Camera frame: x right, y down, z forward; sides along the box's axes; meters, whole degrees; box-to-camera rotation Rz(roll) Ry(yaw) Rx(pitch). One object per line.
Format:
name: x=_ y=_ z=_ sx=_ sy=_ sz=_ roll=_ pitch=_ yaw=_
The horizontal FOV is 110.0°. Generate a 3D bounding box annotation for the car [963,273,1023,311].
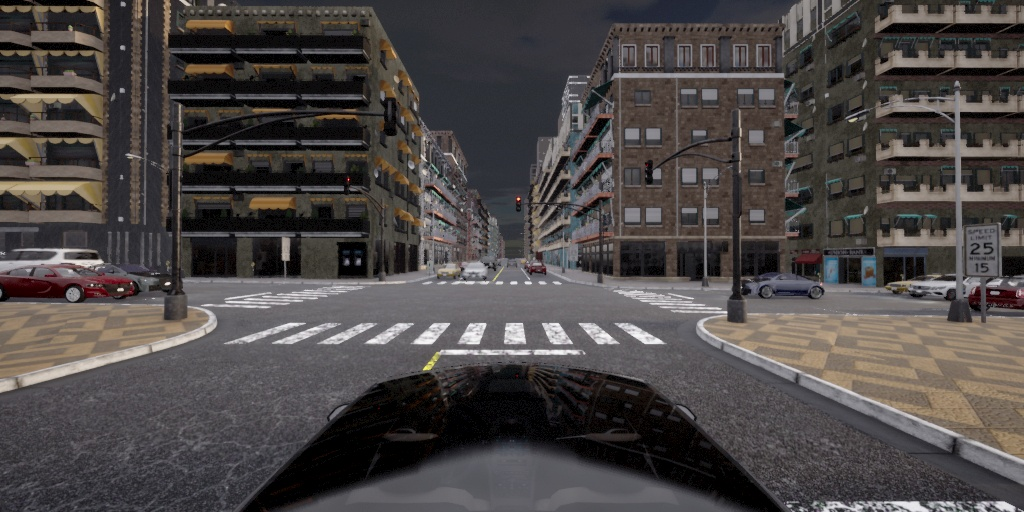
car: x=20.837 y=1.501 z=14.030 sx=4.097 sy=1.591 sz=1.967 roll=0 pitch=0 yaw=0

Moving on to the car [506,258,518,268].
car: x=0.014 y=1.261 z=63.793 sx=2.128 sy=1.511 sz=4.902 roll=0 pitch=0 yaw=0

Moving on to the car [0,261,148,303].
car: x=-17.260 y=1.011 z=13.716 sx=4.507 sy=1.381 sz=1.888 roll=0 pitch=0 yaw=0

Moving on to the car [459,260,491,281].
car: x=-3.029 y=1.283 z=30.226 sx=1.812 sy=1.442 sz=4.674 roll=0 pitch=0 yaw=-1

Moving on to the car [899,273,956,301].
car: x=24.837 y=1.706 z=19.822 sx=4.674 sy=1.442 sz=1.812 roll=1 pitch=-1 yaw=0

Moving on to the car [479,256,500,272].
car: x=-3.089 y=0.985 z=47.095 sx=2.150 sy=2.045 sz=5.566 roll=0 pitch=0 yaw=0

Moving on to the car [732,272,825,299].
car: x=14.573 y=1.584 z=19.748 sx=4.181 sy=1.385 sz=1.994 roll=1 pitch=-1 yaw=-1

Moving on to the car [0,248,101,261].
car: x=-25.614 y=0.614 z=19.440 sx=5.566 sy=2.045 sz=2.150 roll=1 pitch=-1 yaw=0

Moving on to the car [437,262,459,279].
car: x=-5.683 y=1.283 z=32.686 sx=1.751 sy=1.417 sz=4.829 roll=0 pitch=0 yaw=0

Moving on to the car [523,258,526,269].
car: x=2.700 y=1.201 z=43.888 sx=1.967 sy=1.591 sz=4.097 roll=0 pitch=0 yaw=0

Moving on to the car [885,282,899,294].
car: x=26.251 y=1.756 z=22.384 sx=4.829 sy=1.417 sz=1.751 roll=0 pitch=0 yaw=0

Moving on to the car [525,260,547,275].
car: x=2.699 y=1.305 z=38.364 sx=1.888 sy=1.381 sz=4.507 roll=0 pitch=0 yaw=0

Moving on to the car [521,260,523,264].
car: x=2.702 y=1.348 z=54.934 sx=1.802 sy=1.307 sz=4.207 roll=0 pitch=0 yaw=0

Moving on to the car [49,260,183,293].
car: x=-17.674 y=1.049 z=16.307 sx=4.181 sy=1.385 sz=1.994 roll=1 pitch=-1 yaw=-1
